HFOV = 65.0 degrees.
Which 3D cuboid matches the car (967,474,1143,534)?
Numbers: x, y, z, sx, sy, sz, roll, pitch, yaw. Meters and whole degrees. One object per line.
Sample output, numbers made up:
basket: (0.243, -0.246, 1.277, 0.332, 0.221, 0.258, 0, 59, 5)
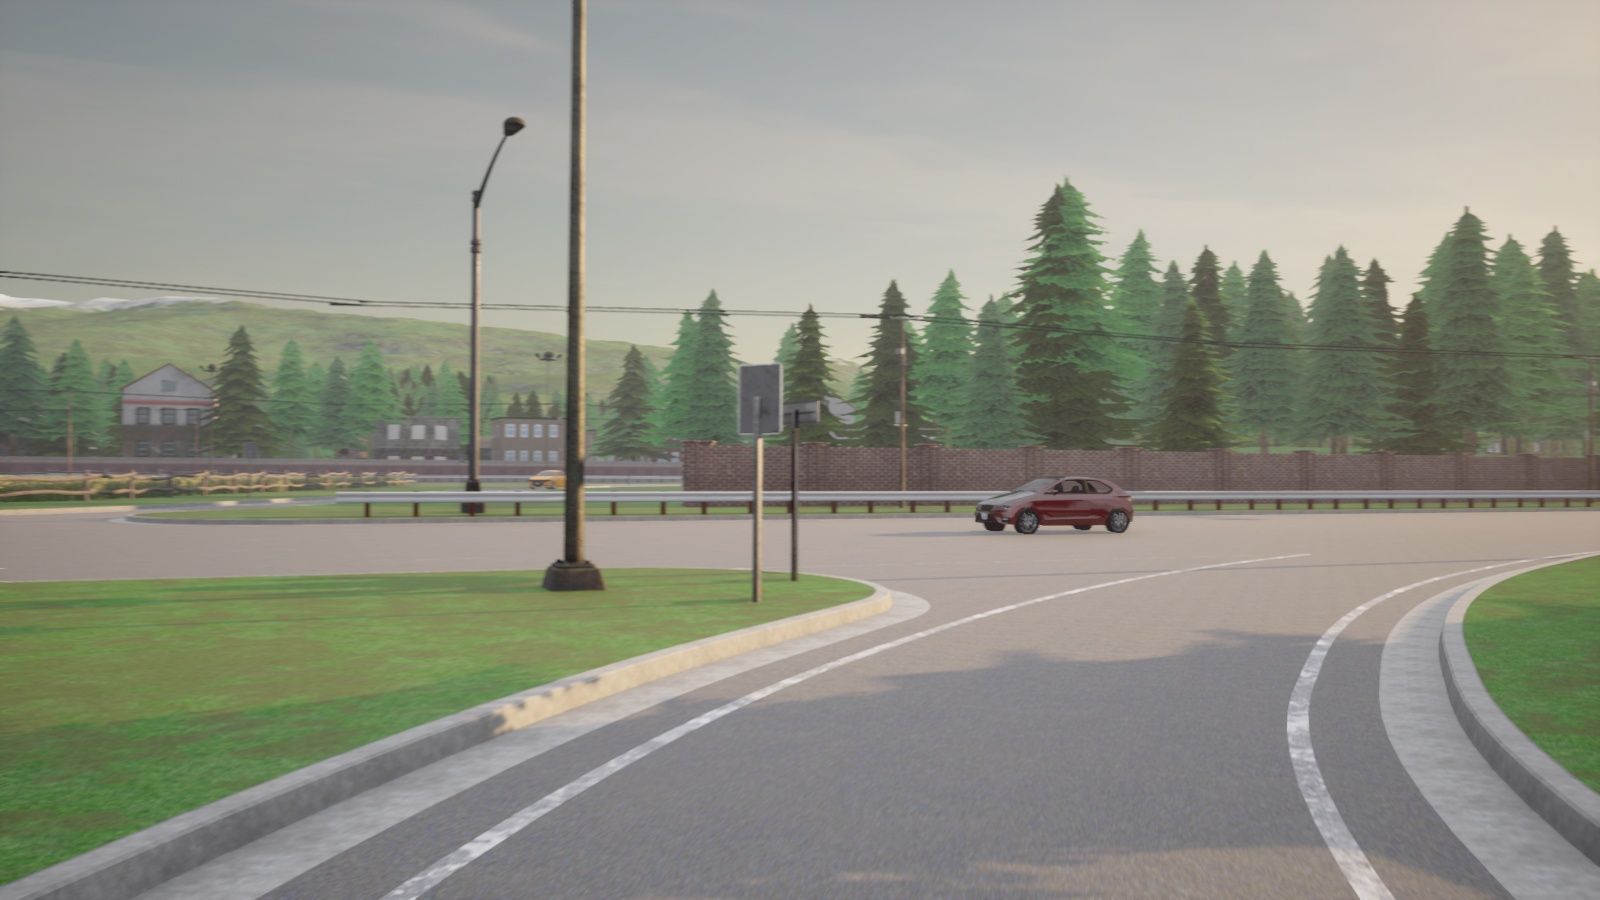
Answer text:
car: (6.631, 1.363, 32.665, 4.193, 1.474, 1.816, 0, -1, -22)
